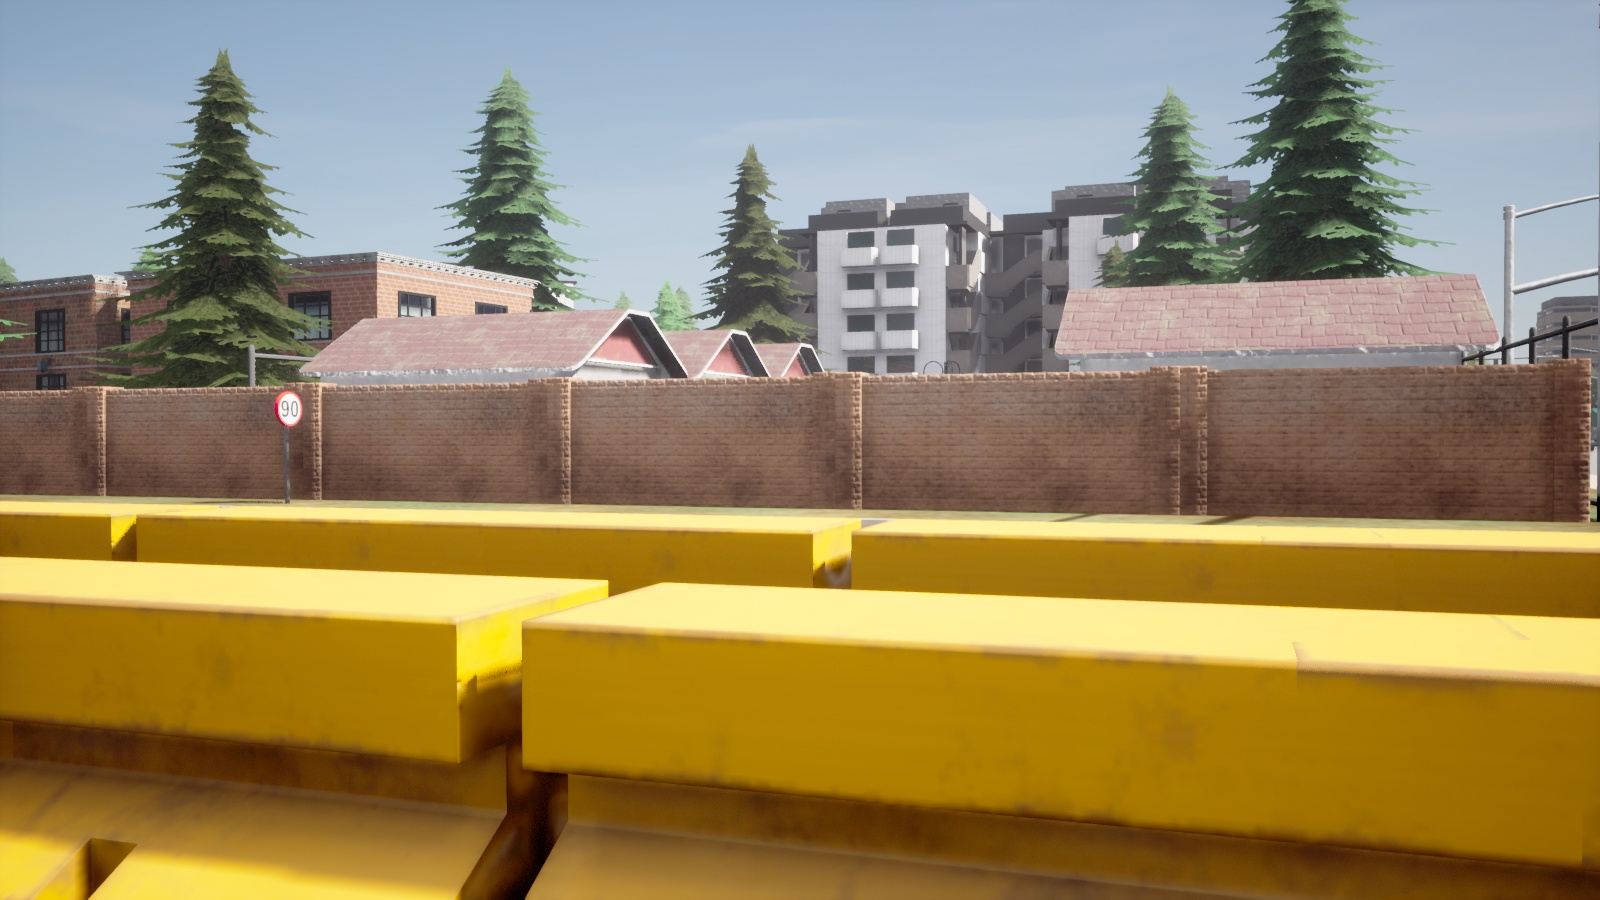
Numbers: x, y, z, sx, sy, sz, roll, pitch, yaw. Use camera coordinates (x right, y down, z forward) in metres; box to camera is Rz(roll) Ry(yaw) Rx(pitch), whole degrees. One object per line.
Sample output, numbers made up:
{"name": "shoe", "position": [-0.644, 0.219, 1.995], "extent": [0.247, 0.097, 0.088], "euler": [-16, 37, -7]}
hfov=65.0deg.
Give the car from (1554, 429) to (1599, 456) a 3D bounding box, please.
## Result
{"name": "car", "position": [50.152, -0.497, 80.589], "extent": [2.152, 1.651, 5.027], "euler": [1, 1, 20]}
